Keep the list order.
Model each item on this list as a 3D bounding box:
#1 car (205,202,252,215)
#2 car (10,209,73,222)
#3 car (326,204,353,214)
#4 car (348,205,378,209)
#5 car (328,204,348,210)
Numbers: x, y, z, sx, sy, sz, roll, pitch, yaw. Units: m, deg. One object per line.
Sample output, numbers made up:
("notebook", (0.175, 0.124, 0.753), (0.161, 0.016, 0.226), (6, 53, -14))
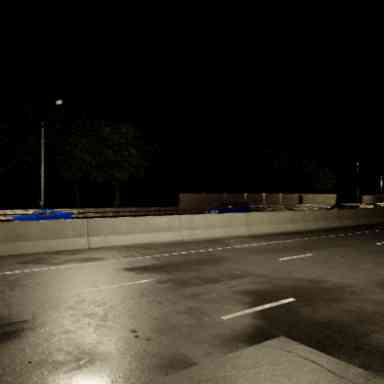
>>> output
("car", (4.051, 2.084, 36.506), (5.566, 2.045, 2.150), (1, -2, -34))
("car", (-12.999, 2.263, 28.985), (5.008, 1.535, 1.882), (0, -1, -35))
("car", (24.277, 2.716, 54.557), (4.674, 1.442, 1.812), (1, -2, -34))
("car", (21.156, 2.444, 39.752), (4.718, 1.301, 1.895), (1, -2, -34))
("car", (20.300, 2.463, 43.398), (4.674, 1.442, 1.812), (1, -2, -34))
